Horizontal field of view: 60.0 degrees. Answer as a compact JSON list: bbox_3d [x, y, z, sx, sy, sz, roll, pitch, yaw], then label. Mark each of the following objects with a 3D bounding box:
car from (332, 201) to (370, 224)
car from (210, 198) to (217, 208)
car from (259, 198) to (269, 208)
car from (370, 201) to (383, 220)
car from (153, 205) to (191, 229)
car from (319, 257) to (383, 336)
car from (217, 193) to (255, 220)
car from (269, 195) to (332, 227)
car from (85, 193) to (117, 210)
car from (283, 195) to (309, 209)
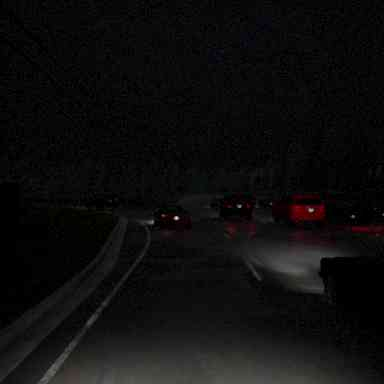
[{"bbox_3d":[10.599,1.454,24.355,1.882,1.535,5.008,0,0,0],"label":"car"},{"bbox_3d":[3.599,1.519,46.789,1.994,1.385,4.181,0,0,0],"label":"car"},{"bbox_3d":[10.598,1.519,46.586,1.994,1.385,4.181,0,0,0],"label":"car"},{"bbox_3d":[14.099,1.466,26.898,2.128,1.511,4.902,0,0,0],"label":"car"},{"bbox_3d":[-1.380,1.539,21.850,1.994,1.385,4.181,0,0,-13],"label":"car"},{"bbox_3d":[3.600,1.596,4.926,1.895,1.301,4.718,0,0,0],"label":"car"},{"bbox_3d":[3.591,1.192,27.879,2.150,2.045,5.566,0,0,0],"label":"car"},{"bbox_3d":[7.100,1.197,22.539,2.150,2.045,5.566,0,0,0],"label":"car"},{"bbox_3d":[-11.596,1.179,42.316,2.150,2.045,5.566,0,0,-40],"label":"car"},{"bbox_3d":[14.098,1.309,45.438,2.097,1.767,4.553,0,0,0],"label":"car"}]
